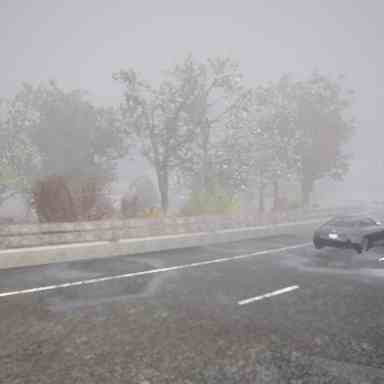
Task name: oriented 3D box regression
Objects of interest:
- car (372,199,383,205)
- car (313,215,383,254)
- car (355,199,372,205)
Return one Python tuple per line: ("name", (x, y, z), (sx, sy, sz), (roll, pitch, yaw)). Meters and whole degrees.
("car", (42.892, 2.336, 76.863), (1.812, 1.442, 4.674), (0, 0, 5))
("car", (7.002, 1.715, 14.404), (4.181, 1.385, 1.994), (1, 0, -43))
("car", (39.424, 2.345, 77.337), (1.994, 1.385, 4.181), (0, 0, 5))
